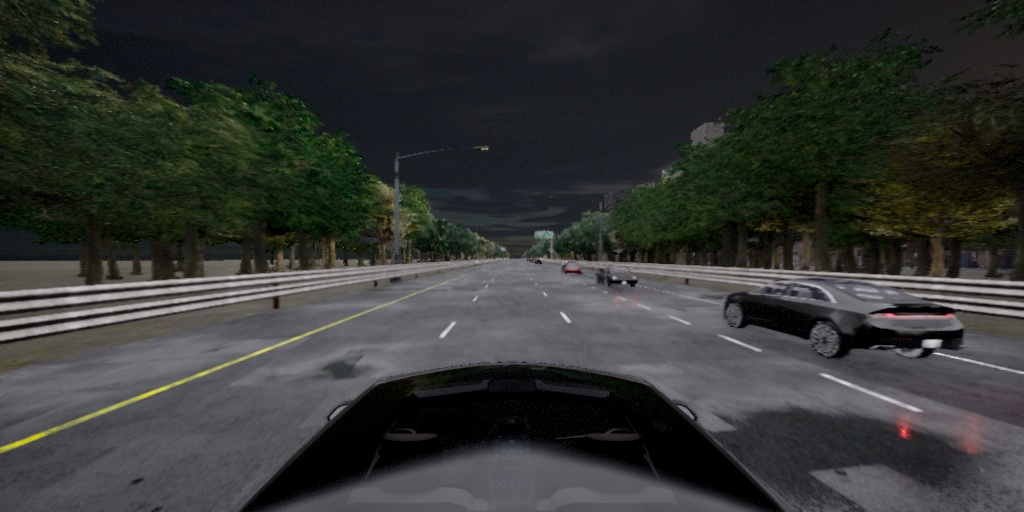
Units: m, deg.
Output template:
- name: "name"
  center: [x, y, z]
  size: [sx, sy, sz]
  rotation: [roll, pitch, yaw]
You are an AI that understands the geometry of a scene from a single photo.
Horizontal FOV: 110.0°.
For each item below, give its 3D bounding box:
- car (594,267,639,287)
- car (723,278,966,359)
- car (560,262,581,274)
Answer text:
- name: "car"
  center: [7.025, 1.419, 24.693]
  size: [1.895, 1.301, 4.718]
  rotation: [0, 0, 0]
- name: "car"
  center: [7.001, 1.252, 8.403]
  size: [2.128, 1.511, 4.902]
  rotation: [0, 0, 0]
- name: "car"
  center: [7.090, 1.463, 43.482]
  size: [1.994, 1.385, 4.181]
  rotation: [0, 0, 0]
